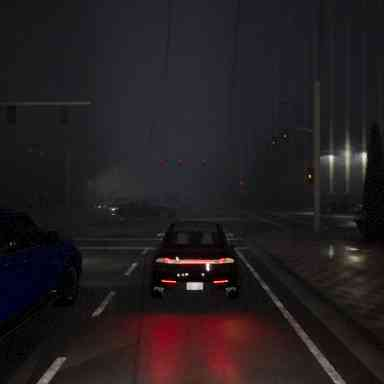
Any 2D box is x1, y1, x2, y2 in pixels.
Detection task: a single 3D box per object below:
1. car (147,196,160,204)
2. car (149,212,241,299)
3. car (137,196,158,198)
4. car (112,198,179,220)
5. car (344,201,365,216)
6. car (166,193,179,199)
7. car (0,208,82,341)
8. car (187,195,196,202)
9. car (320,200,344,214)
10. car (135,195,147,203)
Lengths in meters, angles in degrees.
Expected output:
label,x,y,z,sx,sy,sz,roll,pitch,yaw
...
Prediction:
label,x,y,z,sx,sy,sz,roll,pitch,yaw
car,-7.168,1.564,62.884,1.994,1.385,4.181,0,0,0
car,0.078,1.492,8.454,2.128,1.511,4.902,0,0,1
car,-7.182,1.505,53.975,1.837,1.490,4.892,0,0,0
car,-3.723,1.491,27.456,4.902,1.511,2.128,0,0,-1
car,17.480,1.505,31.407,4.892,1.490,1.837,0,0,-1
car,-3.506,1.221,60.466,2.150,2.045,5.566,0,0,0
car,-3.451,1.221,4.822,2.150,2.045,5.566,0,0,1
car,-0.133,1.429,75.500,1.837,1.490,4.892,0,0,0
car,15.232,1.564,34.882,4.181,1.385,1.994,0,0,-1
car,-10.623,1.477,69.758,1.882,1.535,5.008,0,0,0
